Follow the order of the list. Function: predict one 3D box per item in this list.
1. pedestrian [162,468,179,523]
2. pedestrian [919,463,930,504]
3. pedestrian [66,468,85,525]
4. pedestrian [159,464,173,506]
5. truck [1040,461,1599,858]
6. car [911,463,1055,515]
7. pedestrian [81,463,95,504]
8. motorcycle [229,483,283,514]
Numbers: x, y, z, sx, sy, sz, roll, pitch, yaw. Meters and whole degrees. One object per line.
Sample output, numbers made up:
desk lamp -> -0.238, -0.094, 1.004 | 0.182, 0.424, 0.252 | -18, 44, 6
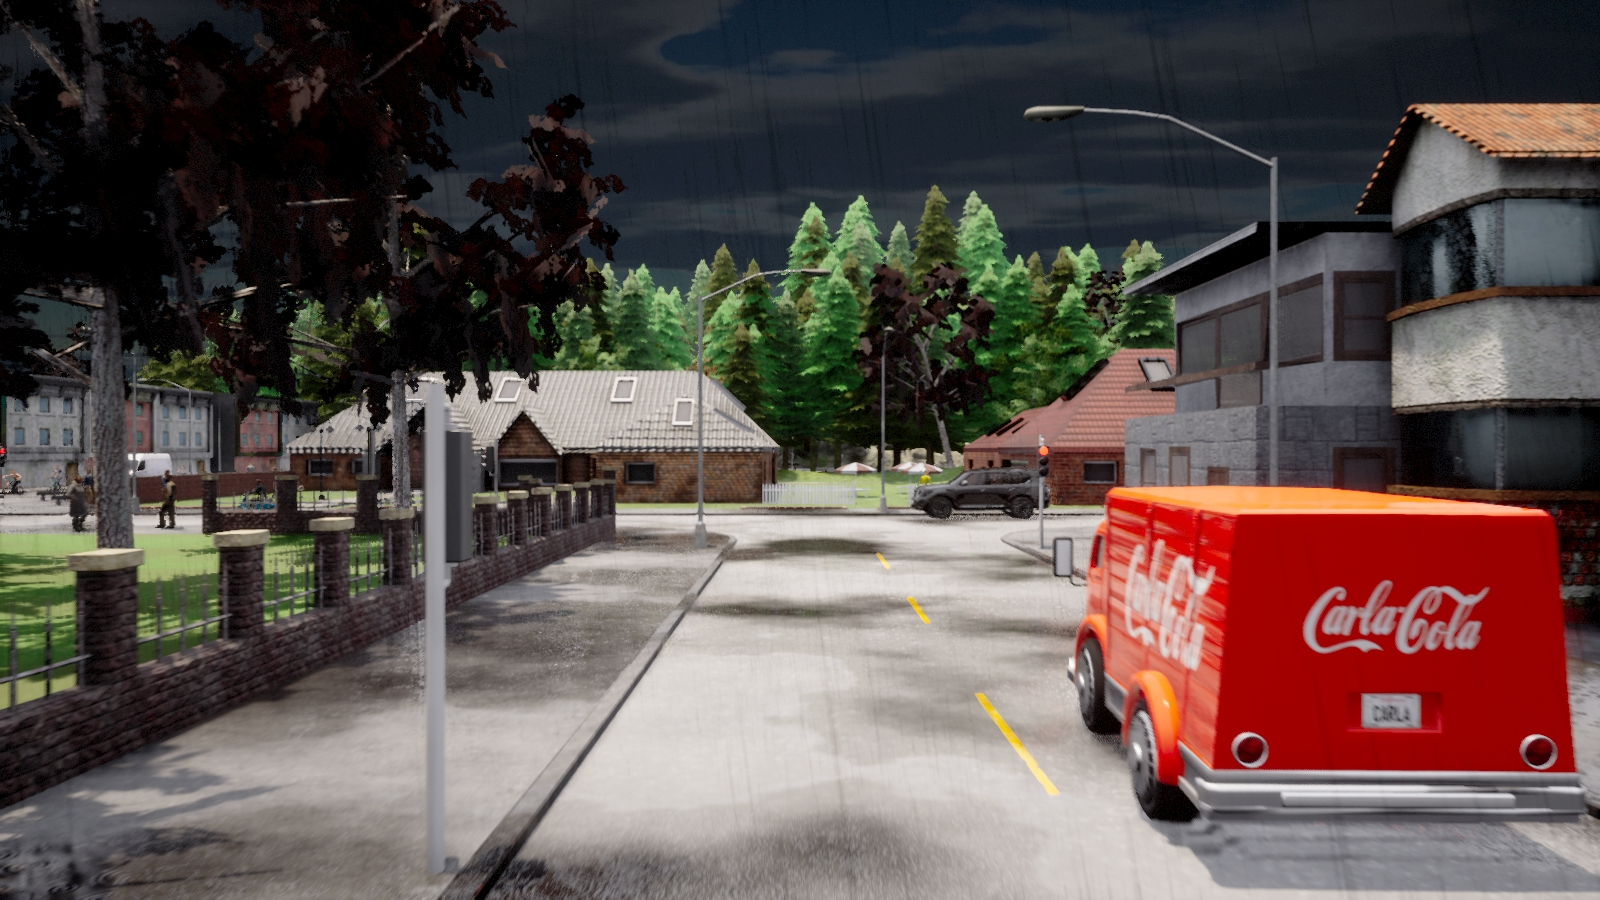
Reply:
pedestrian -> -21.311, 1.530, 38.656 | 0.375, 1.860, 0.375 | 0, 0, -1
pedestrian -> 5.666, 1.534, 51.980 | 0.375, 1.860, 0.375 | 0, 0, 45
pedestrian -> -23.861, 1.532, 37.639 | 0.375, 1.860, 0.375 | 0, 0, 3
pedestrian -> -27.867, 1.527, 50.218 | 0.375, 1.860, 0.375 | 0, 0, -2
truck -> 3.873, 1.350, 9.859 | 2.627, 2.467, 5.204 | 0, 0, 1
car -> 7.451, 1.569, 46.929 | 5.566, 2.045, 2.150 | 0, 0, -1
pedestrian -> -32.591, 1.527, 52.290 | 0.375, 1.860, 0.375 | 0, 0, 1
motorcycle -> -22.340, 1.970, 46.960 | 1.805, 1.236, 0.856 | 0, 0, 0
